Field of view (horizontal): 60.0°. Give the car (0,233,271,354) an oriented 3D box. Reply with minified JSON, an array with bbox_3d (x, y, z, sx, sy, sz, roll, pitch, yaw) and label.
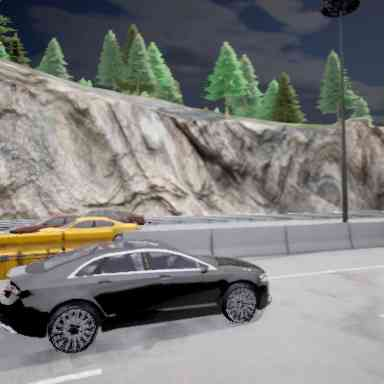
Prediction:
[{"bbox_3d":[-0.818,1.675,6.301,4.902,1.511,2.128,0,-2,-23],"label":"car"}]

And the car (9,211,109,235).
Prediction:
[{"bbox_3d":[-7.516,2.066,18.855,5.008,1.535,1.882,0,-2,-23],"label":"car"}]

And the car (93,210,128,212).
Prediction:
[{"bbox_3d":[-6.669,2.041,23.003,4.553,1.767,2.097,0,-2,-22],"label":"car"}]

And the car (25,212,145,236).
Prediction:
[{"bbox_3d":[-5.099,1.967,16.089,5.008,1.535,1.882,0,-2,-23],"label":"car"}]
